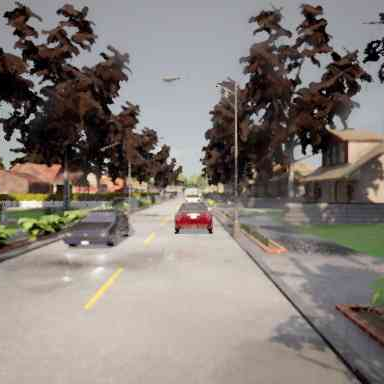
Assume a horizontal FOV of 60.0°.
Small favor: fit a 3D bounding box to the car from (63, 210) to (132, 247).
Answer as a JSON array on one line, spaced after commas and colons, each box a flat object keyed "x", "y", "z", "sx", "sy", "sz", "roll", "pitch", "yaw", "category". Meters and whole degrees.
[{"x": -4.017, "y": 1.537, "z": 15.192, "sx": 2.033, "sy": 1.411, "sz": 5.357, "roll": 0, "pitch": 0, "yaw": 0, "category": "car"}]

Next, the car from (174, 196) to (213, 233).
[{"x": 0.089, "y": 1.337, "z": 19.823, "sx": 2.097, "sy": 1.767, "sz": 4.553, "roll": 0, "pitch": 0, "yaw": 0, "category": "car"}]

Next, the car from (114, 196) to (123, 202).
[{"x": -16.680, "y": 1.278, "z": 67.326, "sx": 5.357, "sy": 1.415, "sz": 2.033, "roll": 0, "pitch": 0, "yaw": 0, "category": "car"}]

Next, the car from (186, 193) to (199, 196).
[{"x": 0.075, "y": 1.188, "z": 44.315, "sx": 2.150, "sy": 2.045, "sz": 5.566, "roll": 0, "pitch": 0, "yaw": -1, "category": "car"}]
